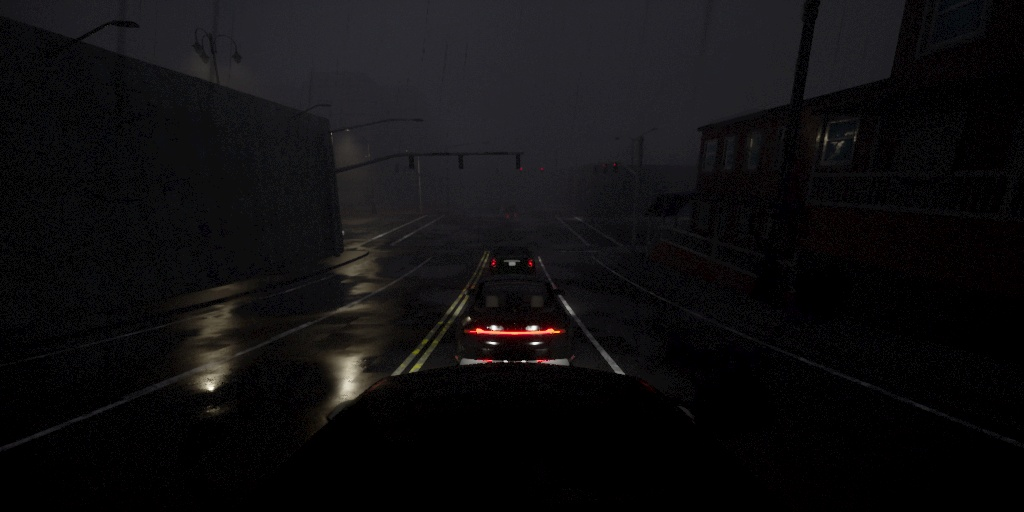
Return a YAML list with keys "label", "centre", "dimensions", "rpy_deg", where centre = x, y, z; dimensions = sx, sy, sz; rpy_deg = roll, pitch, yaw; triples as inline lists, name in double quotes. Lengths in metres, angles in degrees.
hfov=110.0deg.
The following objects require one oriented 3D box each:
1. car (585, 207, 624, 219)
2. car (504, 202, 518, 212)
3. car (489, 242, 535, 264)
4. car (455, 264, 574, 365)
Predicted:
- label: "car"
  centre: [11.837, -5.531, 46.093]
  dimensions: [4.892, 1.490, 1.837]
  rpy_deg: [0, 12, 0]
- label: "car"
  centre: [-0.068, -7.854, 56.814]
  dimensions: [1.812, 1.442, 4.674]
  rpy_deg: [0, 12, 1]
- label: "car"
  centre: [0.011, 0.083, 17.446]
  dimensions: [2.097, 1.767, 4.553]
  rpy_deg: [0, 7, 0]
- label: "car"
  centre: [0.051, 1.121, 7.195]
  dimensions: [1.837, 1.490, 4.892]
  rpy_deg: [0, 2, 0]
